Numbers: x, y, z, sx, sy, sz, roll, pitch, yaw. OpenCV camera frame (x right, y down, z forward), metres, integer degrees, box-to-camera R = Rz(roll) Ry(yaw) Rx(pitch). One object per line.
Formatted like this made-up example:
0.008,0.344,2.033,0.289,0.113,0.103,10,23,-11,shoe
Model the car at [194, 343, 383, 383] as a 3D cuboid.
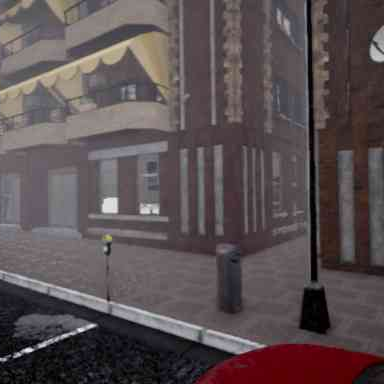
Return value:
1.934,1.546,1.511,4.507,1.381,1.887,0,-1,36,car
